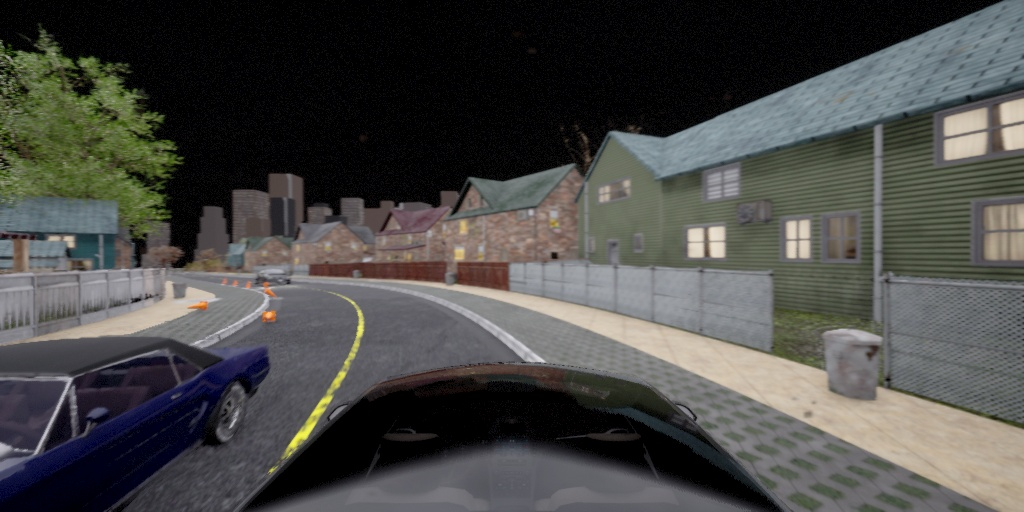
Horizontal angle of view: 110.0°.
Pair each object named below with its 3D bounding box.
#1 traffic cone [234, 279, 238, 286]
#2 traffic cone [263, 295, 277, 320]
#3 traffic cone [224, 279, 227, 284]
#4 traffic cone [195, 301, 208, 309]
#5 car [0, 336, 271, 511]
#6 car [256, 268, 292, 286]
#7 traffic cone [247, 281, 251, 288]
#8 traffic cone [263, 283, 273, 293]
[{"bbox_3d":[-24.072,2.321,31.239,0.340,0.580,0.340,0,0,43],"label":"traffic cone"},{"bbox_3d":[-7.749,1.634,11.444,0.340,0.580,0.340,0,0,-32],"label":"traffic cone"},{"bbox_3d":[-27.723,2.442,34.655,0.340,0.580,0.340,0,0,43],"label":"traffic cone"},{"bbox_3d":[-11.449,1.552,13.341,0.340,0.580,0.340,0,0,-30],"label":"traffic cone"},{"bbox_3d":[-3.660,1.387,2.401,1.895,1.301,4.718,-1,0,-12],"label":"car"},{"bbox_3d":[-20.718,1.800,31.058,4.674,1.442,1.812,-2,-1,43],"label":"car"},{"bbox_3d":[-20.423,2.199,27.821,0.340,0.580,0.340,0,0,43],"label":"traffic cone"},{"bbox_3d":[-12.042,1.383,17.572,0.340,0.580,0.340,0,0,-41],"label":"traffic cone"}]
